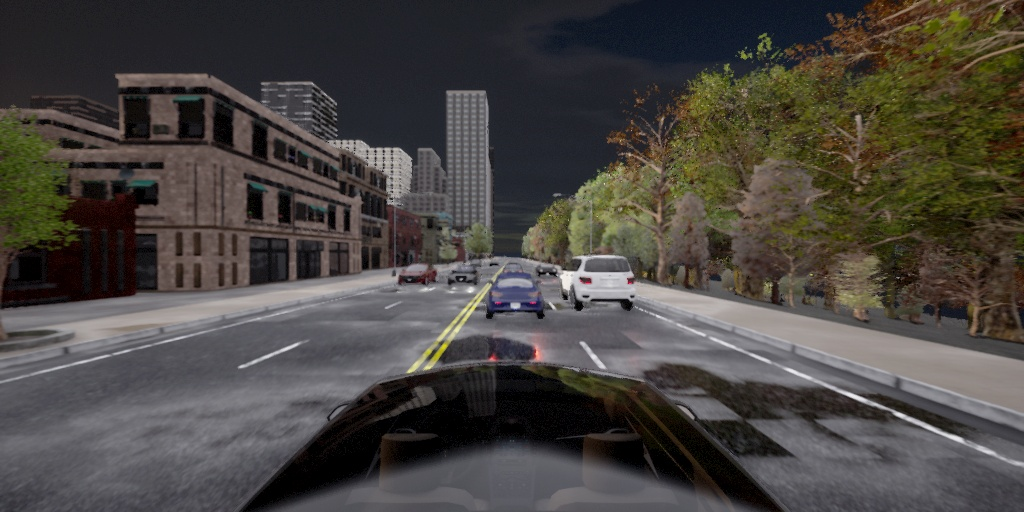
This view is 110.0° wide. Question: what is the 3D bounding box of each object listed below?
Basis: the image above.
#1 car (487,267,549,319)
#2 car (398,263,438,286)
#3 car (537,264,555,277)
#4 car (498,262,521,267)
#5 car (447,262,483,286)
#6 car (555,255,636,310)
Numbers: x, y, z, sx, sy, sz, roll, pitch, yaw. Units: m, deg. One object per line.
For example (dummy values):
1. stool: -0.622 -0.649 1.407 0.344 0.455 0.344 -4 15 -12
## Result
1. car: 0.102 1.295 12.894 1.812 1.442 4.674 0 0 0
2. car: -6.596 1.269 25.578 1.882 1.535 5.008 0 0 0
3. car: 3.349 1.410 35.884 1.895 1.301 4.718 0 0 0
4. car: 0.098 1.350 32.039 2.033 1.411 5.357 0 0 0
5. car: -3.346 1.355 25.617 1.994 1.385 4.181 0 0 0
6. car: 3.351 0.997 14.952 2.150 2.045 5.566 0 0 0
